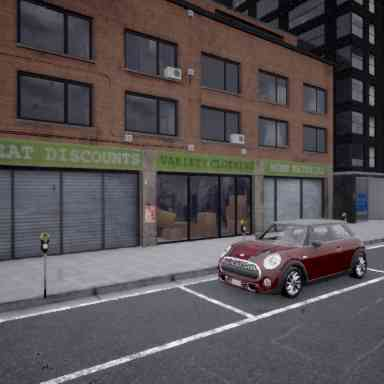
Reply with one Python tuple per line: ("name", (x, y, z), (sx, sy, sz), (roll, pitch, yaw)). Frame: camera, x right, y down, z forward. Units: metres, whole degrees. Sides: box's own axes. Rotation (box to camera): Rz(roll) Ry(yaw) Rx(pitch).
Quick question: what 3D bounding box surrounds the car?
("car", (2.584, 1.440, 8.400), (4.097, 1.590, 1.967), (0, 0, -36))
